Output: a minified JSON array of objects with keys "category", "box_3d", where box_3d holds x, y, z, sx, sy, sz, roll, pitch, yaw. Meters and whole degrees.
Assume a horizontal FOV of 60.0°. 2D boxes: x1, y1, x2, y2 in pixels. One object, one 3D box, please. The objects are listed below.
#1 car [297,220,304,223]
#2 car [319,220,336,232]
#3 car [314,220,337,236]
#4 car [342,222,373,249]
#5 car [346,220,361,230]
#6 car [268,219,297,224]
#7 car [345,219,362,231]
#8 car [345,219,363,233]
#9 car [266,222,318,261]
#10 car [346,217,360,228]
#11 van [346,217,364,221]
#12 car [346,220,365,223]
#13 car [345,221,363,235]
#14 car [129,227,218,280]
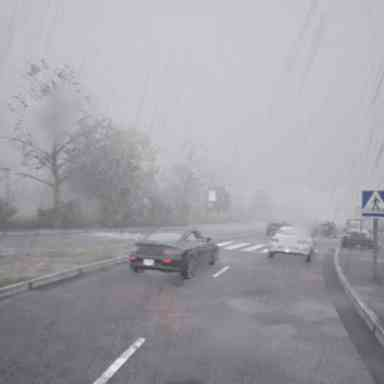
[{"category":"car","box_3d":[12.842,4.118,40.847,2.033,1.411,5.357,1,-3,26]},{"category":"car","box_3d":[18.812,4.645,46.013,1.837,1.490,4.892,1,-3,26]},{"category":"car","box_3d":[14.160,3.882,36.108,2.128,1.511,4.902,1,-3,26]},{"category":"car","box_3d":[11.556,3.116,23.307,2.002,1.452,4.674,3,-3,26]},{"category":"car","box_3d":[28.192,5.724,58.192,2.231,1.521,4.892,1,-3,26]},{"category":"car","box_3d":[8.222,3.337,31.112,1.837,1.490,4.892,1,-3,25]},{"category":"car","box_3d":[25.812,5.218,53.202,2.185,1.767,4.553,1,-3,26]},{"category":"car","box_3d":[23.436,4.841,48.227,2.185,1.767,4.553,1,-3,26]},{"category":"car","box_3d":[5.004,2.428,16.384,1.812,1.442,4.674,1,-3,23]},{"category":"car","box_3d":[32.914,6.221,68.073,2.435,2.045,5.566,1,-3,26]},{"category":"van","box_3d":[16.327,3.609,33.330,1.878,1.987,4.442,1,-3,26]},{"category":"car","box_3d":[13.903,3.481,28.264,2.163,1.488,4.792,1,-3,26]},{"category":"car","box_3d":[21.013,4.622,43.157,2.002,1.452,4.674,1,-3,26]},{"category":"car","box_3d":[-0.436,1.898,11.231,1.812,1.442,4.674,1,-3,19]}]
